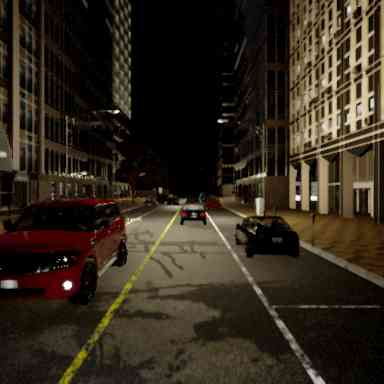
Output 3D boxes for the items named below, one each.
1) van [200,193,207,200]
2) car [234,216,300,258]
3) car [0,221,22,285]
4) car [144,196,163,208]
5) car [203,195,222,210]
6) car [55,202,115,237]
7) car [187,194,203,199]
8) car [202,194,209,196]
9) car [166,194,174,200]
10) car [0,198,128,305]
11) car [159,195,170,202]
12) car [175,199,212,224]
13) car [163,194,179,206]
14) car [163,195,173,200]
[{"bbox_3d":[2.764,1.091,80.924,1.690,1.788,3.998,0,0,0],"label":"van"},{"bbox_3d":[2.687,1.542,12.535,1.947,1.339,4.313,0,0,0],"label":"car"},{"bbox_3d":[-5.692,1.538,6.835,2.008,1.369,4.403,0,0,0],"label":"car"},{"bbox_3d":[-5.697,1.457,46.722,2.008,1.369,4.403,0,0,0],"label":"car"},{"bbox_3d":[2.684,1.463,41.024,1.887,1.381,4.507,0,0,0],"label":"car"},{"bbox_3d":[-5.694,1.405,18.232,1.967,1.590,4.097,0,0,0],"label":"car"},{"bbox_3d":[0.095,1.396,41.169,1.882,1.535,5.008,0,0,0],"label":"car"},{"bbox_3d":[2.682,1.426,58.123,2.008,1.369,4.403,0,0,0],"label":"car"},{"bbox_3d":[-5.829,1.228,88.156,1.752,1.417,4.829,0,0,0],"label":"car"},{"bbox_3d":[-3.102,1.206,8.414,2.150,2.045,5.566,0,0,0],"label":"car"},{"bbox_3d":[-5.699,1.388,69.526,1.947,1.339,4.313,0,0,0],"label":"car"},{"bbox_3d":[0.097,1.500,24.290,2.033,1.411,5.357,0,0,0],"label":"car"},{"bbox_3d":[-3.008,1.458,53.794,2.033,1.411,5.357,0,0,0],"label":"car"},{"bbox_3d":[-5.780,1.316,80.922,1.947,1.339,4.313,0,0,0],"label":"car"}]
